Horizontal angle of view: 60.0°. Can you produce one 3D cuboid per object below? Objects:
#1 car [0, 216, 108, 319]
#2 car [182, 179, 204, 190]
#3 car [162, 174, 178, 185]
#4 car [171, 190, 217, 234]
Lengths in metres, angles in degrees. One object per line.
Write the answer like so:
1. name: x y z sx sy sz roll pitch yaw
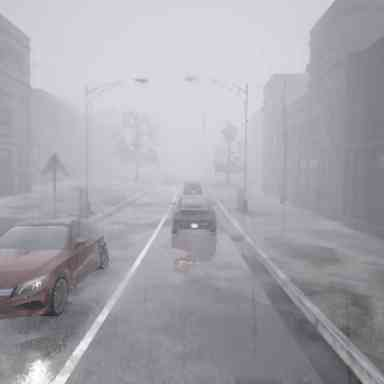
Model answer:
1. car: -3.101 1.305 7.116 1.812 1.442 4.674 0 2 0
2. car: 0.092 -0.495 33.050 1.837 1.490 4.892 0 5 0
3. car: -3.092 -1.779 47.601 1.837 1.490 4.892 0 5 0
4. car: 0.095 0.907 15.202 1.837 1.490 4.892 0 3 0
